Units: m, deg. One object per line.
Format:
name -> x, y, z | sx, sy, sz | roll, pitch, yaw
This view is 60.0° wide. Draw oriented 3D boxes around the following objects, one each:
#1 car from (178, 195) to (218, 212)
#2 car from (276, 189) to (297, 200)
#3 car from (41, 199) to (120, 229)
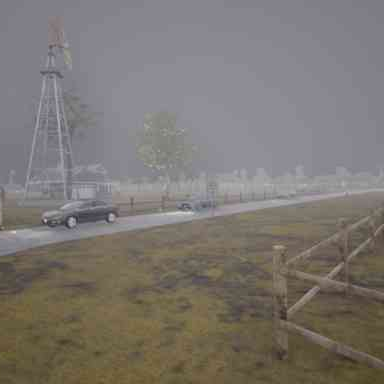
car -> 0.567, 0.972, 29.627 | 1.994, 1.385, 4.181 | -1, 1, 35
car -> 13.725, 0.371, 48.089 | 1.837, 1.490, 4.892 | -1, 0, 36
car -> -6.427, 1.213, 19.646 | 1.837, 1.490, 4.892 | -1, 1, 34
